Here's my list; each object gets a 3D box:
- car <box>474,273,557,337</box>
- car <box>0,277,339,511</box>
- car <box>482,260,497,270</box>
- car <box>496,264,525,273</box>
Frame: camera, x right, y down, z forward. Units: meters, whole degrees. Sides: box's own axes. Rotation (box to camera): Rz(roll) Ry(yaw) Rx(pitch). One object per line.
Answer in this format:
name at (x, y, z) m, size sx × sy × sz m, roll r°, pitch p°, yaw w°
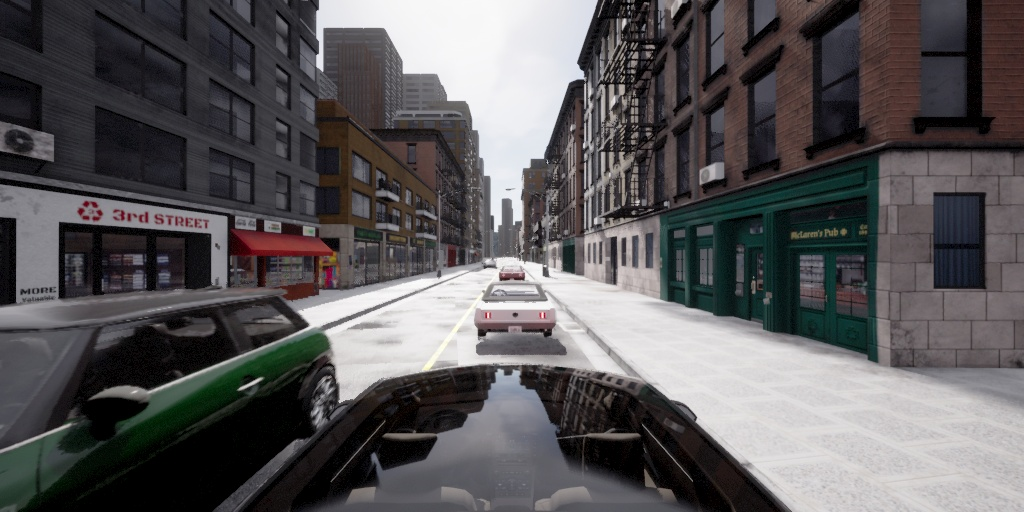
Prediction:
car at (0.064, 1.351, 10.230) m, size 1.895 × 1.301 × 4.718 m, roll 0°, pitch 0°, yaw 0°
car at (-3.103, 1.102, 2.355) m, size 2.097 × 1.767 × 4.553 m, roll 0°, pitch 0°, yaw 0°
car at (-3.273, 1.299, 53.557) m, size 1.994 × 1.385 × 4.181 m, roll 0°, pitch 0°, yaw 0°
car at (-0.006, 1.347, 27.047) m, size 1.895 × 1.301 × 4.718 m, roll 0°, pitch 0°, yaw 0°
